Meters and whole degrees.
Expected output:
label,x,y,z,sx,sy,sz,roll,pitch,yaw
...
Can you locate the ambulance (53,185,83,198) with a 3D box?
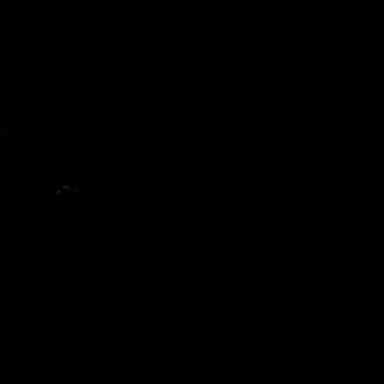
label,x,y,z,sx,sy,sz,roll,pitch,yaw
ambulance,-23.771,-0.075,64.867,2.351,2.431,6.366,-1,0,35
